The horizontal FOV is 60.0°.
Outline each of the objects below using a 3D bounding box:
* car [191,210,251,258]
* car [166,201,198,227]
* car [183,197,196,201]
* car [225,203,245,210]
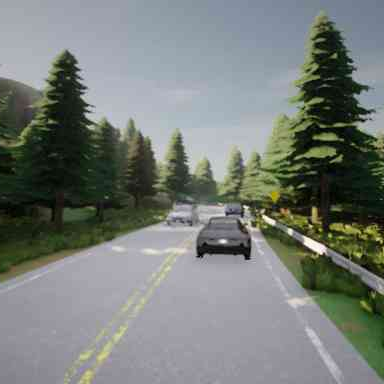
[{"bbox_3d":[1.279,1.653,13.203,1.994,1.385,4.181,0,0,6],"label":"car"},{"bbox_3d":[-0.622,1.687,24.797,1.812,1.442,4.674,0,0,9],"label":"car"},{"bbox_3d":[-0.475,1.834,66.964,1.812,1.442,4.674,3,-1,-20],"label":"car"},{"bbox_3d":[4.415,1.788,34.269,2.033,1.411,5.357,0,0,10],"label":"car"}]
